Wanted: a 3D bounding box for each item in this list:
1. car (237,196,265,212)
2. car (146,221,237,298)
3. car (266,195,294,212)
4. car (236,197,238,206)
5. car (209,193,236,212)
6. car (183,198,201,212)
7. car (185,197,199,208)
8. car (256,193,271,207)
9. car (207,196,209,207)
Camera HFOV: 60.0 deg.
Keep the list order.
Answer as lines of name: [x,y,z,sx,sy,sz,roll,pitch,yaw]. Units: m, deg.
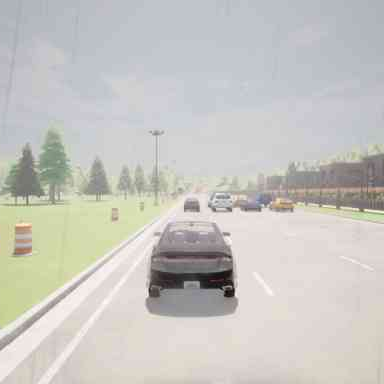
car: [6.975,1.564,39.565,1.994,1.385,4.181,0,0,0]
car: [-0.006,1.492,8.531,2.128,1.511,4.902,0,0,0]
car: [10.476,1.477,39.150,1.882,1.535,5.008,0,0,0]
car: [6.969,1.477,49.568,1.882,1.535,5.008,0,0,0]
car: [3.475,1.221,39.176,2.150,2.045,5.566,0,0,0]
car: [-0.024,1.491,39.144,2.128,1.511,4.902,0,0,0]
car: [-0.031,1.547,49.564,2.033,1.411,5.357,0,0,0]
car: [10.469,1.221,49.600,2.150,2.045,5.566,0,0,0]
car: [3.469,1.221,49.596,2.150,2.045,5.566,0,0,0]
